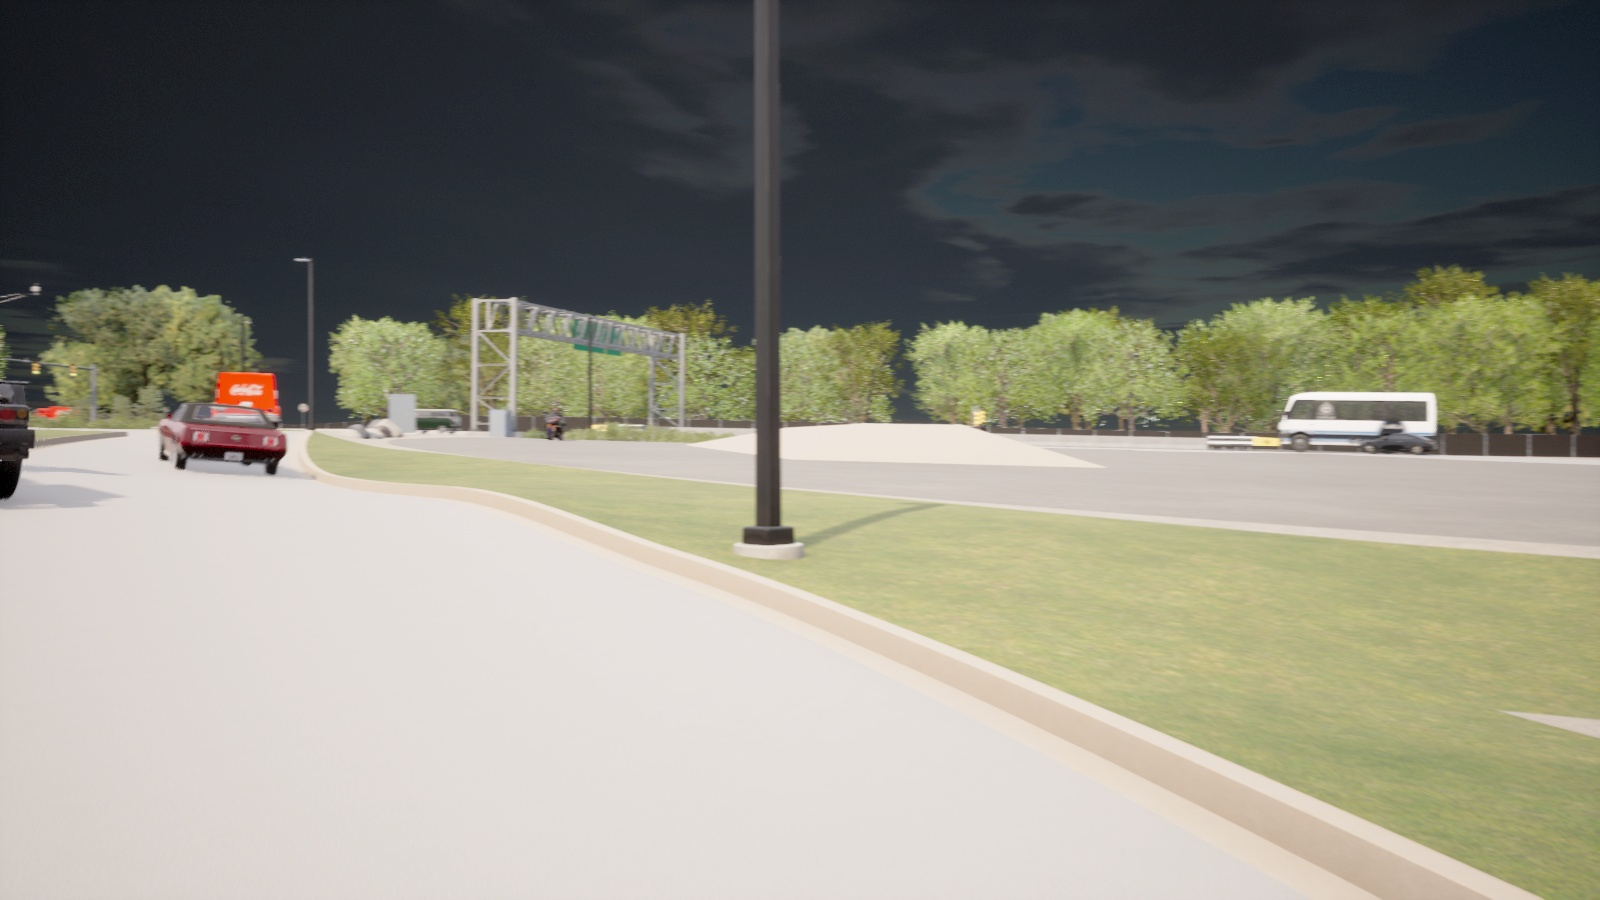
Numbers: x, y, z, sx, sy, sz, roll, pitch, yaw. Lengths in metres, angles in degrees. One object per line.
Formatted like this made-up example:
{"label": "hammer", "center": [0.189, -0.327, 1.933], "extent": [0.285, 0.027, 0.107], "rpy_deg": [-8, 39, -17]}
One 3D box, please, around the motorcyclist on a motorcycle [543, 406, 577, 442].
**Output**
{"label": "motorcyclist on a motorcycle", "center": [-10.726, -1.138, 56.169], "extent": [0.866, 1.530, 2.191], "rpy_deg": [2, 0, 5]}

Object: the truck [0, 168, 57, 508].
{"label": "truck", "center": [-11.684, -1.346, 14.935], "extent": [7.936, 3.462, 2.891], "rpy_deg": [4, 2, 44]}

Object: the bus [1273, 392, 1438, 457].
{"label": "bus", "center": [38.900, -1.868, 88.134], "extent": [10.273, 4.253, 3.944], "rpy_deg": [2, 2, 25]}

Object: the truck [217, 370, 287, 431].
{"label": "truck", "center": [-23.598, -2.061, 54.118], "extent": [2.627, 2.467, 5.204], "rpy_deg": [0, 1, -24]}

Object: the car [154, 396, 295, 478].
{"label": "car", "center": [-11.691, -0.311, 25.338], "extent": [1.895, 1.301, 4.718], "rpy_deg": [5, 0, -32]}

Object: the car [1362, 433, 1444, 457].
{"label": "car", "center": [39.933, -0.342, 83.167], "extent": [4.674, 1.442, 1.812], "rpy_deg": [2, 1, 33]}
